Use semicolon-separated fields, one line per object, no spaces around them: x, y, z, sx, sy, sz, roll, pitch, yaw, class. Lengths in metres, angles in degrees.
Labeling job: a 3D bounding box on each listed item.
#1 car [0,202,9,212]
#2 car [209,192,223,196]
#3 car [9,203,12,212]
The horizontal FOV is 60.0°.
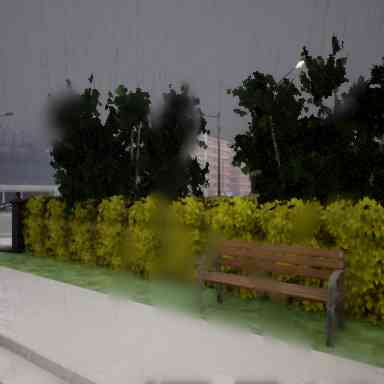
-19.754;1.520;37.455;1.994;1.385;4.181;0;0;35;car
5.563;0.702;73.391;1.812;1.442;4.674;0;0;35;car
-16.616;1.480;35.837;1.812;1.442;4.674;0;0;35;car
